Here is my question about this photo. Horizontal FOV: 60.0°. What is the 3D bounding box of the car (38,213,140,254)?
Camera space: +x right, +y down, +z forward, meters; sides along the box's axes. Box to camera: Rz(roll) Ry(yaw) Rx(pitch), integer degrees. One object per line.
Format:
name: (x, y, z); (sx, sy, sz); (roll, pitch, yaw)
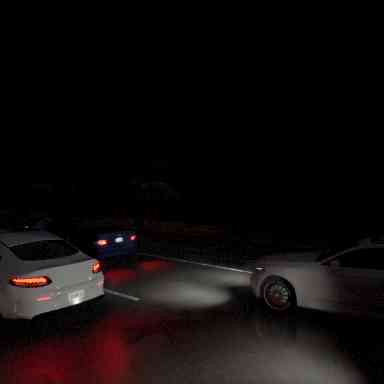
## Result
car: (-4.196, 1.429, 11.335); (5.357, 1.411, 2.033); (1, 1, 36)

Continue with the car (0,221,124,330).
car: (-3.720, 1.455, 6.676); (4.674, 1.442, 1.812); (1, 1, 36)

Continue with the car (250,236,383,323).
car: (3.332, 1.524, 5.915); (4.674, 1.442, 1.812); (0, 0, 36)
